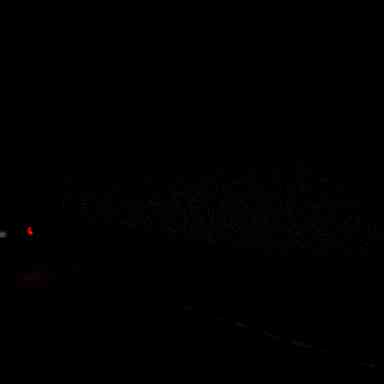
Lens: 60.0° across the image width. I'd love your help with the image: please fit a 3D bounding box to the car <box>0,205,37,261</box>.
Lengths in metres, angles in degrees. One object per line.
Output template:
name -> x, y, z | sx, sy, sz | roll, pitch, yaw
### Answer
car -> -6.805, 1.198, 10.872 | 2.097, 1.767, 4.553 | 1, 0, -43
